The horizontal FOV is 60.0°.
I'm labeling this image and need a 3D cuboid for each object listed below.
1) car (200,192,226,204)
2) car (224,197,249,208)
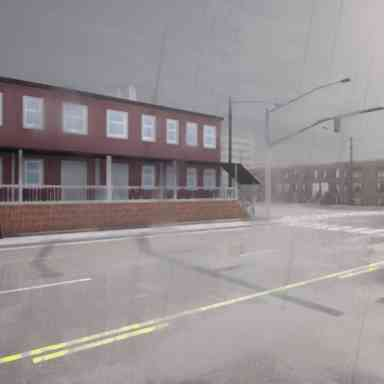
[{"bbox_3d":[4.016,1.120,64.867,2.150,2.045,5.566,0,0,-36],"label":"car"},{"bbox_3d":[5.588,1.427,44.550,2.128,1.511,4.902,0,0,-36],"label":"car"}]
